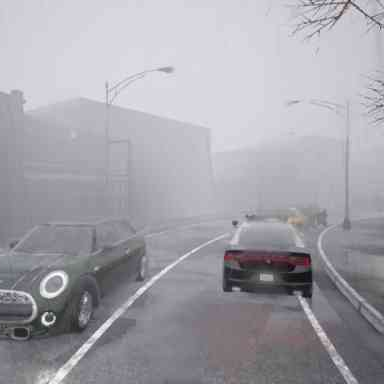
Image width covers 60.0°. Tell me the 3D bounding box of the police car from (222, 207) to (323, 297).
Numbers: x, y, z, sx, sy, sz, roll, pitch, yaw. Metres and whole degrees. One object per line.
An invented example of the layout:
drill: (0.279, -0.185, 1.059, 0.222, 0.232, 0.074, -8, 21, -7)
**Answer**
police car: (1.977, 1.427, 8.857, 1.930, 1.638, 5.238, 0, 0, 12)

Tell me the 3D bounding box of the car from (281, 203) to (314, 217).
car: (5.088, 1.469, 17.737, 1.801, 1.575, 5.366, 1, 0, 26)

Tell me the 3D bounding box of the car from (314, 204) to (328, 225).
car: (7.786, 1.535, 22.433, 1.837, 1.490, 4.892, 1, 0, 34)

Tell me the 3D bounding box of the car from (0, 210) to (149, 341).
car: (-2.471, 1.339, 6.855, 2.097, 1.767, 4.553, 0, 0, 10)
